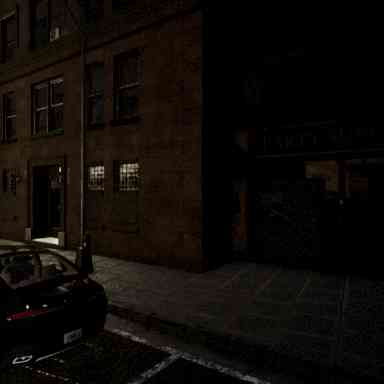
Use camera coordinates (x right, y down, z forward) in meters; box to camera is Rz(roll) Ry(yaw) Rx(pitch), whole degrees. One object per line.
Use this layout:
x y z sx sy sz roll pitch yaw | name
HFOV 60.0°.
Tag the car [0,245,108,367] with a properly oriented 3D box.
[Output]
-3.248 1.551 5.410 4.403 1.369 2.008 0 0 36 | car
